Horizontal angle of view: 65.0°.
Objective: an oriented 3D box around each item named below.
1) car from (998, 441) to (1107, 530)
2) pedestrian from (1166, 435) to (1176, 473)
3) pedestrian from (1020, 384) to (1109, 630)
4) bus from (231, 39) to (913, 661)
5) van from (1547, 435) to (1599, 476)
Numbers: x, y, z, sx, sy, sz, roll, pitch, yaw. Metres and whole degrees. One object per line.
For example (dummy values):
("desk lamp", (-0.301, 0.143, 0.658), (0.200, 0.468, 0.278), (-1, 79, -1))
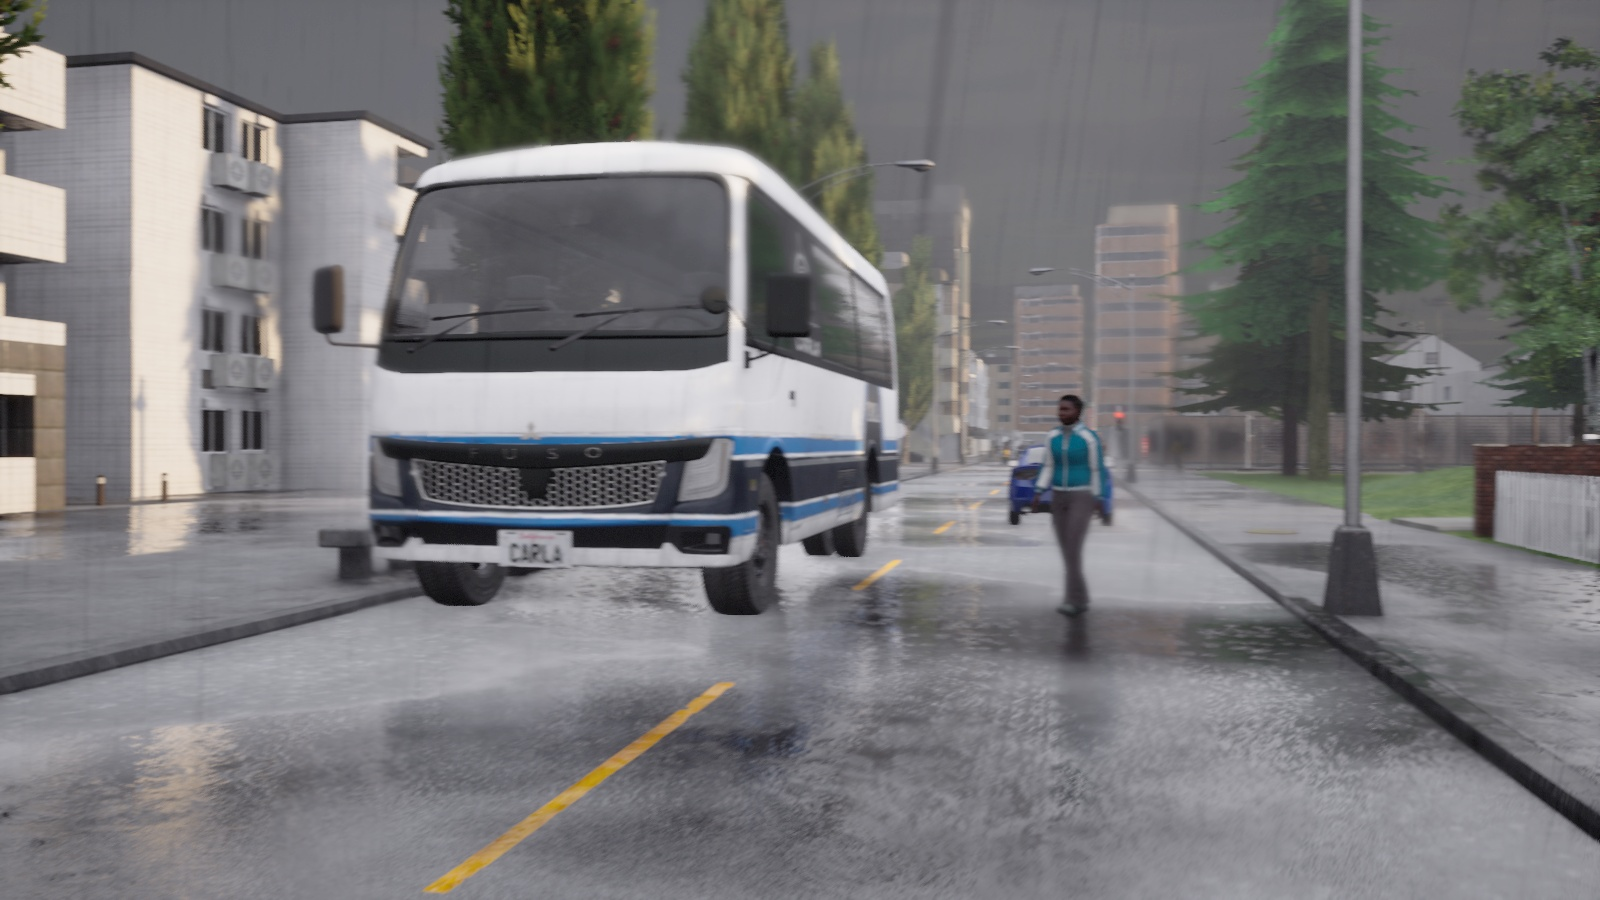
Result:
("car", (4.928, 0.608, 24.524), (1.882, 1.535, 5.008), (0, 0, 12))
("pedestrian", (17.925, 0.192, 60.709), (0.431, 1.840, 0.709), (0, 0, 17))
("pedestrian", (2.158, 0.447, 10.236), (0.396, 1.930, 0.692), (1, 0, 44))
("bus", (-1.290, -0.713, 14.015), (3.944, 4.253, 10.273), (0, 0, 12))
("van", (40.268, 0.284, 62.856), (4.480, 2.038, 2.069), (0, 0, 11))
